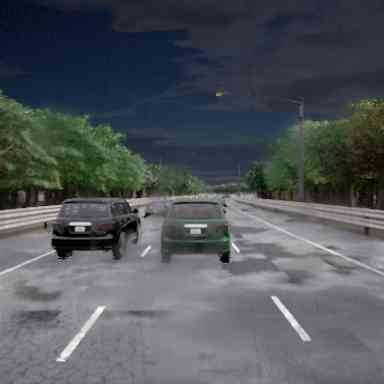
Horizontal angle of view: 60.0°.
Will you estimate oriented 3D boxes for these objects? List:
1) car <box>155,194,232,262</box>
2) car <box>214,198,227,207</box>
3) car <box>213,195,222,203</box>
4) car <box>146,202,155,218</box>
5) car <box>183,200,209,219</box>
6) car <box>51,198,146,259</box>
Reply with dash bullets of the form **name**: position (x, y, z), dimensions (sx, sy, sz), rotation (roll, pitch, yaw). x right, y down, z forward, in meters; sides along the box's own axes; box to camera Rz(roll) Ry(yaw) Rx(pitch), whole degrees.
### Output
- **car**: position (0.119, 1.221, 12.198), dimensions (2.150, 2.045, 5.566), rotation (0, 0, 0)
- **car**: position (4.598, 1.680, 54.280), dimensions (2.033, 1.411, 5.357), rotation (0, 0, 3)
- **car**: position (6.142, 1.675, 80.018), dimensions (2.097, 1.767, 4.553), rotation (0, 0, 4)
- **car**: position (-3.119, 1.592, 30.670), dimensions (1.994, 1.385, 4.181), rotation (0, 0, 1)
- **car**: position (0.368, 1.519, 30.074), dimensions (2.128, 1.511, 4.902), rotation (0, 0, 1)
- **car**: position (-3.378, 1.221, 12.774), dimensions (2.150, 2.045, 5.566), rotation (0, 0, 0)
